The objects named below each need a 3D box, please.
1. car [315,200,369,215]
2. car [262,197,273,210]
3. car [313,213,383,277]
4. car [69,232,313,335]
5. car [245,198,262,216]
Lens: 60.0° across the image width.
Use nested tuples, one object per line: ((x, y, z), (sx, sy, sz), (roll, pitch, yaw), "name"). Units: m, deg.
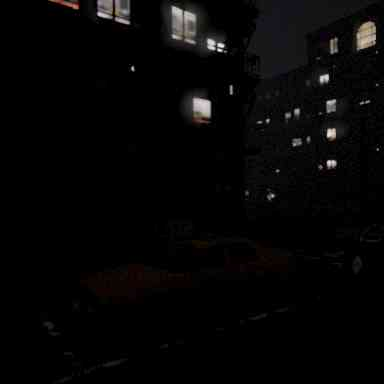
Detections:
((14.059, 1.452, 31.574), (1.752, 1.417, 4.829), (-1, 1, -36), "car")
((7.713, 1.394, 40.433), (1.967, 1.590, 4.097), (-1, 1, -36), "car")
((4.880, 1.534, 10.056), (4.403, 1.369, 2.008), (0, -1, -36), "car")
((0.131, 1.518, 6.667), (4.829, 1.417, 1.752), (0, -1, -36), "car")
((4.122, 1.518, 31.057), (1.967, 1.590, 4.097), (-1, 1, -36), "car")
